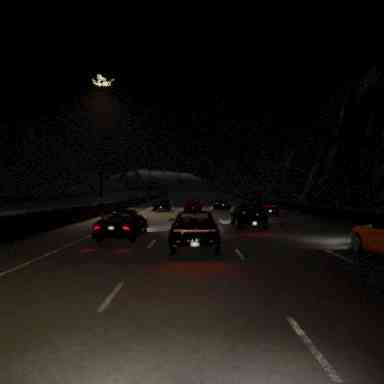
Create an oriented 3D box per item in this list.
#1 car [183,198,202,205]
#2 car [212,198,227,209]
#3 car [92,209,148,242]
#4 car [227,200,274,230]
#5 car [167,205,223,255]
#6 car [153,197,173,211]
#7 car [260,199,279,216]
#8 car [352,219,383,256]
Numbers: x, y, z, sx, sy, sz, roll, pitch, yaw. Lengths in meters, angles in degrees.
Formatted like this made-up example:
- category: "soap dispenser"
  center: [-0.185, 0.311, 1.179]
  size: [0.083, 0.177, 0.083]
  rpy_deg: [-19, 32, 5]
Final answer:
- category: "car"
  center: [0.088, 1.404, 35.225]
  size: [1.882, 1.535, 5.008]
  rpy_deg: [0, 1, 0]
- category: "car"
  center: [3.587, 1.441, 40.411]
  size: [1.994, 1.385, 4.181]
  rpy_deg: [0, 1, 0]
- category: "car"
  center: [-3.406, 1.569, 16.510]
  size: [2.033, 1.411, 5.357]
  rpy_deg: [0, 0, 0]
- category: "car"
  center: [3.594, 1.516, 21.438]
  size: [1.837, 1.490, 4.892]
  rpy_deg: [0, 1, 0]
- category: "car"
  center: [0.095, 1.518, 13.536]
  size: [2.128, 1.511, 4.902]
  rpy_deg: [0, 0, 0]
- category: "car"
  center: [-3.413, 1.399, 38.708]
  size: [1.837, 1.490, 4.892]
  rpy_deg: [0, 1, 0]
- category: "car"
  center: [7.089, 1.454, 32.486]
  size: [1.837, 1.490, 4.892]
  rpy_deg: [0, 0, 0]
- category: "car"
  center: [7.096, 1.505, 10.855]
  size: [1.882, 1.535, 5.008]
  rpy_deg: [0, 0, 0]
